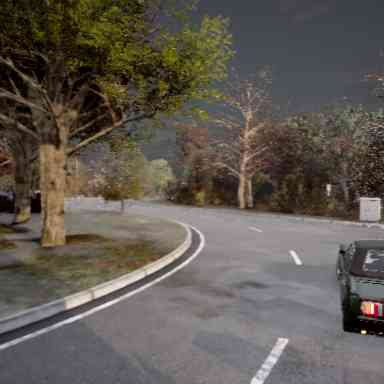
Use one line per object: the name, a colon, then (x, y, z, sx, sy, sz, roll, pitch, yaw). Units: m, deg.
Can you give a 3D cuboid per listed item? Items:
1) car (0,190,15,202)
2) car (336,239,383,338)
car: (-19.907, 0.607, 33.556, 4.553, 1.767, 2.097, 1, 1, -6)
car: (3.775, 1.549, 6.198, 1.895, 1.301, 4.718, 1, 1, 23)
